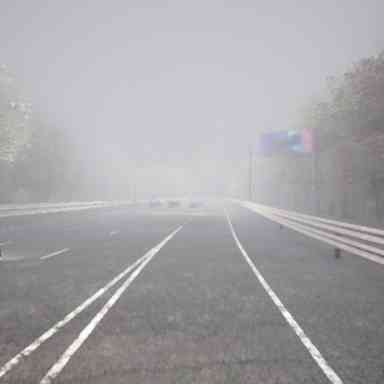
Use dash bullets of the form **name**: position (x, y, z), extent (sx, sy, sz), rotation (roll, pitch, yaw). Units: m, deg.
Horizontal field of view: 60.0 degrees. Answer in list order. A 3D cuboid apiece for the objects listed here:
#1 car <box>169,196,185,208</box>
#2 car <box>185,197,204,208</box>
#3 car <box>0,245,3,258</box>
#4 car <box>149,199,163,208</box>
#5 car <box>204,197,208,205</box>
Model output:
- **car**: position (-2.968, 2.044, 59.332), extent (1.882, 1.535, 5.008), rotation (0, -1, 5)
- **car**: position (0.509, 2.136, 58.934), extent (2.033, 1.411, 5.357), rotation (0, -1, 5)
- **car**: position (-7.247, 1.600, 9.101), extent (1.994, 1.385, 4.181), rotation (0, -1, 5)
- **car**: position (-6.449, 2.068, 59.678), extent (1.812, 1.442, 4.674), rotation (0, -1, 5)
- **car**: position (1.846, 2.321, 74.586), extent (1.994, 1.385, 4.181), rotation (0, -1, 5)
